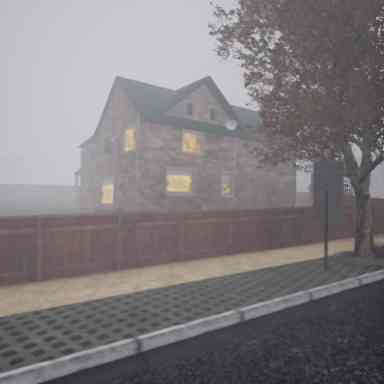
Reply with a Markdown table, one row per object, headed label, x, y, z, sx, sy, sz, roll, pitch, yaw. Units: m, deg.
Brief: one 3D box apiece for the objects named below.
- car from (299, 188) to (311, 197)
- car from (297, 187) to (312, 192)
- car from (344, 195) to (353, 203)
| label | x | y | z | sx | sy | sz | roll | pitch | yaw |
| --- | --- | --- | --- | --- | --- | --- | --- | --- | --- |
| car | 16.974 | 0.649 | 45.863 | 1.882 | 1.535 | 5.008 | 2 | 2 | -3 |
| car | 19.347 | 0.207 | 55.550 | 2.150 | 2.045 | 5.566 | 2 | 2 | -3 |
| car | 17.576 | 1.035 | 35.586 | 1.994 | 1.385 | 4.181 | 2 | 2 | -4 |
